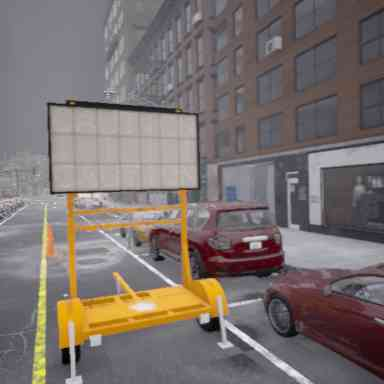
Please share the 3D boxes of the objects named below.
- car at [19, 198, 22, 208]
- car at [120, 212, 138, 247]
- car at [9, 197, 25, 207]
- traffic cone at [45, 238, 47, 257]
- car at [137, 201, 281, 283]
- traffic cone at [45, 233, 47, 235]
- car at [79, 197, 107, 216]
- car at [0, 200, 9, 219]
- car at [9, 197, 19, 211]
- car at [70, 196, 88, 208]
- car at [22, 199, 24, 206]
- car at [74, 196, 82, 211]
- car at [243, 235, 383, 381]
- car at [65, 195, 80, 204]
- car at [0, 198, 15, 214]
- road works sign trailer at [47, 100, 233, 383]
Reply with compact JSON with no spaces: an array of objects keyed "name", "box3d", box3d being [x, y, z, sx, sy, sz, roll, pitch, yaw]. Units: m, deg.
[{"name":"car","box3d":[-22.437,1.479,40.968,1.752,1.417,4.829,-2,1,-24]},{"name":"car","box3d":[-1.943,1.350,14.171,1.752,1.417,4.829,-2,1,-24]},{"name":"car","box3d":[-26.933,1.504,51.235,1.802,1.307,4.206,-2,1,-24]},{"name":"traffic cone","box3d":[-4.884,1.897,11.445,0.340,0.580,0.340,-2,1,-24]},{"name":"car","box3d":[0.337,1.160,8.961,2.192,1.841,5.009,-2,1,-24]},{"name":"traffic cone","box3d":[-5.687,1.889,13.277,0.340,0.580,0.340,-2,1,-24]},{"name":"car","box3d":[-8.514,1.349,29.183,1.802,1.307,4.206,-2,1,-24]},{"name":"car","box3d":[-15.860,1.569,25.961,1.947,1.339,4.313,-2,1,-24]},{"name":"car","box3d":[-20.293,1.409,36.068,1.967,1.590,4.097,-2,1,-24]},{"name":"car","box3d":[-15.158,1.261,44.345,1.887,1.381,4.507,-2,1,-24]},{"name":"car","box3d":[-24.722,1.378,46.178,1.967,1.590,4.097,-2,1,-24]},{"name":"car","box3d":[-10.728,1.331,34.237,1.802,1.307,4.206,-2,1,-24]},{"name":"car","box3d":[2.559,1.446,3.911,1.802,1.307,4.206,-2,1,-24]},{"name":"car","box3d":[-19.586,1.252,54.455,1.947,1.339,4.313,-2,1,-24]},{"name":"car","box3d":[-18.075,1.536,31.015,2.008,1.369,4.403,-2,1,-24]},{"name":"road works sign trailer","box3d":[-1.043,0.397,5.479,2.380,3.560,2.880,-2,1,-24]}]
